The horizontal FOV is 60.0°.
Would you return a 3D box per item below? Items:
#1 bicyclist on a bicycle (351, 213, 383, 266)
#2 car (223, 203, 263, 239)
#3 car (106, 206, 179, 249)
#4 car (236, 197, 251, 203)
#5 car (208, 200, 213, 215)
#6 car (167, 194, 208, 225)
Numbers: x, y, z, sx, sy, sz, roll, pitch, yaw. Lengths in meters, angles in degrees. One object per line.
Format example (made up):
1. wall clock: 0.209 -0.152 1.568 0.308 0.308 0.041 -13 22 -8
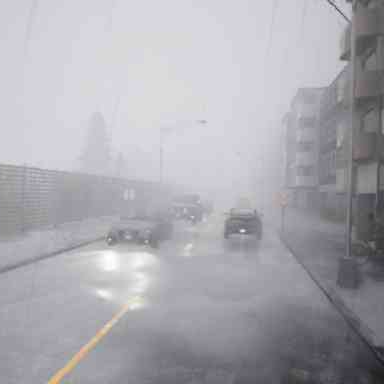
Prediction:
1. bicyclist on a bicycle: 5.603 1.490 10.167 1.656 1.620 0.582 3 0 9
2. car: 2.743 1.563 17.889 1.837 1.490 4.892 2 0 9
3. car: -2.068 1.494 14.327 1.994 1.385 4.181 2 0 9
4. car: 7.273 1.507 46.949 2.097 1.767 4.553 2 0 9
5. car: 1.186 1.548 34.879 2.033 1.411 5.357 2 0 9
6. car: -0.460 1.187 24.517 2.150 2.045 5.566 2 0 9
